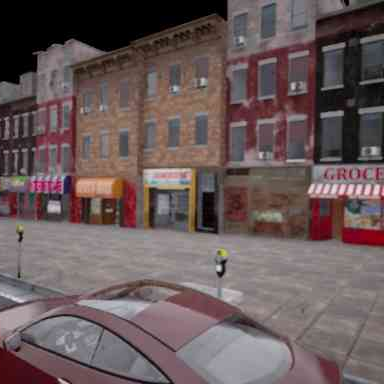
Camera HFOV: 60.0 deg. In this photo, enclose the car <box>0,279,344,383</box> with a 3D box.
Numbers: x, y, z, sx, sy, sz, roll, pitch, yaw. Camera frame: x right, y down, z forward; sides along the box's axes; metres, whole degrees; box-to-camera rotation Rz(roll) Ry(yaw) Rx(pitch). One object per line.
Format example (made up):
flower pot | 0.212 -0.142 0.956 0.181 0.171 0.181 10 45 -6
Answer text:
car | -0.692 1.578 3.285 4.206 1.307 1.802 0 1 36
